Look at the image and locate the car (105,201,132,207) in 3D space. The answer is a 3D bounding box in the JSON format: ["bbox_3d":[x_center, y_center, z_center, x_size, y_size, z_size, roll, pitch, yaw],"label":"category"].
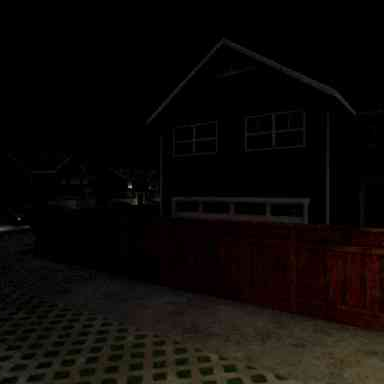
[{"bbox_3d":[-8.387,1.812,37.861,1.837,1.490,4.892,0,-1,16],"label":"car"}]

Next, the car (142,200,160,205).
[{"bbox_3d":[-5.548,1.882,47.920,1.882,1.535,5.008,0,0,16],"label":"car"}]

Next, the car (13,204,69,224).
[{"bbox_3d":[-11.674,1.673,26.074,2.128,1.511,4.902,0,0,16],"label":"car"}]
